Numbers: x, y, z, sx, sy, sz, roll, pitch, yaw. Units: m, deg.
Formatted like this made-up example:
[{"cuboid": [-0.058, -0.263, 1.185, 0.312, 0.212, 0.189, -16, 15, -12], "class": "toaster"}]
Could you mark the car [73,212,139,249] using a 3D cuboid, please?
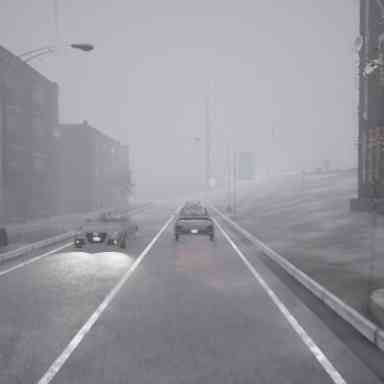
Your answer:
[{"cuboid": [-3.560, 1.561, 14.435, 1.994, 1.385, 4.181, 0, 0, 0], "class": "car"}]

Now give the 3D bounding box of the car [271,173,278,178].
[{"cuboid": [21.877, -3.967, 82.497, 2.231, 1.521, 4.892, 0, 1, -1], "class": "car"}]

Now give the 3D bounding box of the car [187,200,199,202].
[{"cuboid": [0.108, 1.592, 38.012, 1.895, 1.301, 4.718, 0, 0, 0], "class": "car"}]

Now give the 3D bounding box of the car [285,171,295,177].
[{"cuboid": [22.460, -3.770, 71.418, 2.097, 1.535, 5.008, 0, 1, -4], "class": "car"}]

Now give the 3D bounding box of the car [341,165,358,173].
[{"cuboid": [25.052, -3.363, 49.386, 2.231, 1.521, 4.892, 0, 1, -9], "class": "car"}]

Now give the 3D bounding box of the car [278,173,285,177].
[{"cuboid": [22.109, -3.831, 76.955, 2.002, 1.452, 4.674, 0, 1, -2], "class": "car"}]

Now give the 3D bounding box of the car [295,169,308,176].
[{"cuboid": [22.927, -3.794, 65.912, 2.185, 1.767, 4.553, 0, 1, -5], "class": "car"}]

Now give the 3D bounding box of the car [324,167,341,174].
[{"cuboid": [24.248, -3.424, 54.747, 2.002, 1.452, 4.674, 0, 1, -7], "class": "car"}]

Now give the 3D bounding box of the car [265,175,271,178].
[{"cuboid": [21.749, -4.045, 88.014, 2.231, 1.521, 4.892, 0, 1, -1], "class": "car"}]

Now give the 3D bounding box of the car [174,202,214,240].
[{"cuboid": [0.104, 1.488, 16.867, 2.128, 1.511, 4.902, 0, 0, 0], "class": "car"}]

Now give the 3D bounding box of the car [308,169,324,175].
[{"cuboid": [23.546, -3.535, 60.221, 2.163, 1.488, 4.792, 0, 1, -6], "class": "car"}]
